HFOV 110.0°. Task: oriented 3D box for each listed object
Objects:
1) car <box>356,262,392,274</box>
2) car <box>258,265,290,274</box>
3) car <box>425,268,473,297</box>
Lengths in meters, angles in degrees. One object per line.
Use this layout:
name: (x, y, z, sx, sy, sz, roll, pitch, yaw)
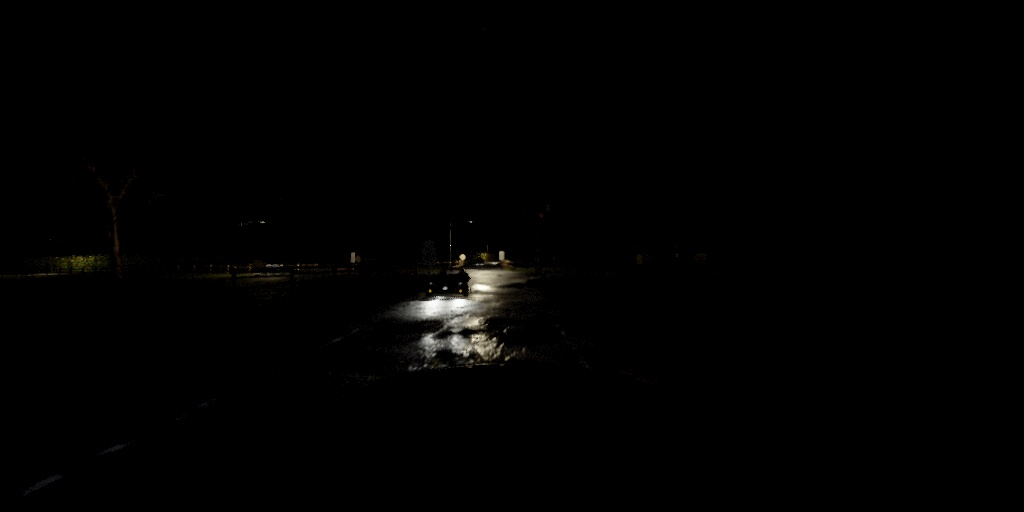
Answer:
car: (-17.933, 1.555, 46.791, 4.902, 1.511, 2.128, 0, -1, 19)
car: (-34.466, 1.916, 52.341, 4.718, 1.301, 1.895, -1, -1, 19)
car: (-3.147, 1.321, 18.642, 1.994, 1.385, 4.181, 0, 0, -2)
